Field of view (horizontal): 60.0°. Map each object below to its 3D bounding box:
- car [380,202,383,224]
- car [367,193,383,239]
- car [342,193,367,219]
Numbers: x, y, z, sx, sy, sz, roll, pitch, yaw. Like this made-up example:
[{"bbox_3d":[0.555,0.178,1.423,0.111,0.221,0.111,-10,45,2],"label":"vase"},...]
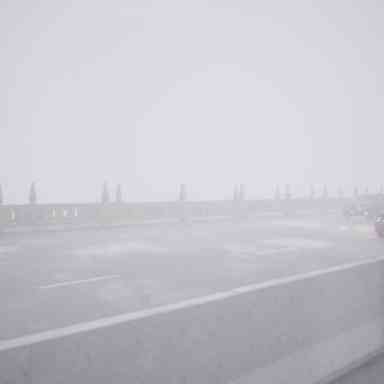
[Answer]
[{"bbox_3d":[15.266,1.398,22.857,4.902,1.511,2.128,0,0,-34],"label":"car"},{"bbox_3d":[10.943,1.156,15.745,5.566,2.045,2.150,0,0,-34],"label":"car"},{"bbox_3d":[14.262,1.124,26.399,5.566,2.045,2.150,0,0,-34],"label":"car"}]
